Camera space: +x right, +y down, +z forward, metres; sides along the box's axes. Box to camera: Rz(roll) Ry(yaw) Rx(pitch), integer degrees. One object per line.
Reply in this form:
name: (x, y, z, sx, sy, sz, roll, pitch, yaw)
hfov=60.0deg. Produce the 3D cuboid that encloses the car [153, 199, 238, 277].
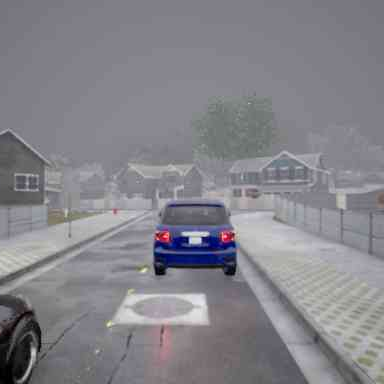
car: (0.087, 1.220, 10.402, 2.150, 2.045, 5.566, 0, 0, 0)

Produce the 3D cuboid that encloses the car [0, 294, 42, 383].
car: (-2.846, 1.563, 2.428, 1.994, 1.385, 4.181, 0, 0, 0)

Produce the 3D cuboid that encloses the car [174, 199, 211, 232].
car: (0.144, 1.351, 21.026, 2.097, 1.767, 4.553, 0, 0, 2)
